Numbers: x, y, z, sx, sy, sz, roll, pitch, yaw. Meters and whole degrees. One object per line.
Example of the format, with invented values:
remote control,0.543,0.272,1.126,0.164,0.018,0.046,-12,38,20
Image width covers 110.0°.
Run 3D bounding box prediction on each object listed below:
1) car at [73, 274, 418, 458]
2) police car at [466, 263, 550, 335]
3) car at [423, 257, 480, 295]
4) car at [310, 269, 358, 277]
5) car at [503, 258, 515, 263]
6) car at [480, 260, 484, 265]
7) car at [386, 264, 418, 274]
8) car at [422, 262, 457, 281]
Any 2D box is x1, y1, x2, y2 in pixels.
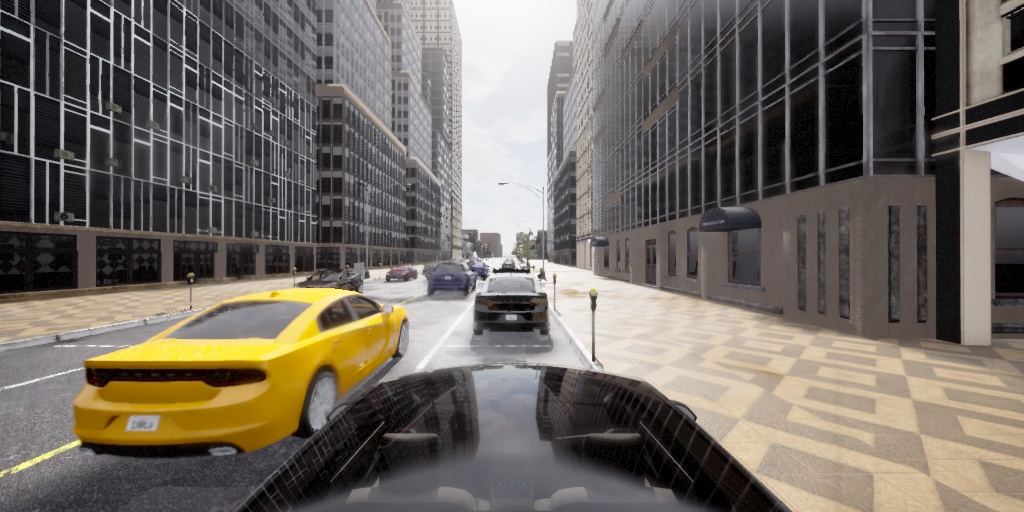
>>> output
car,-3.049,1.227,5.440,1.882,1.535,5.008,0,0,0
police car,-0.012,1.174,10.609,1.930,1.638,5.238,0,0,0
car,-3.145,1.098,19.683,2.097,1.767,4.553,0,0,0
car,-8.836,1.313,17.650,1.948,1.339,4.313,0,0,0
car,-0.455,1.298,46.099,1.948,1.339,4.313,0,0,0
car,-3.056,1.266,32.500,1.812,1.442,4.674,0,0,0
car,-8.835,1.325,29.033,1.802,1.307,4.207,0,0,0
car,-6.245,1.289,31.609,2.033,1.411,5.357,0,0,0
